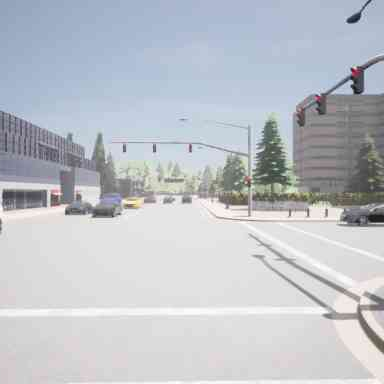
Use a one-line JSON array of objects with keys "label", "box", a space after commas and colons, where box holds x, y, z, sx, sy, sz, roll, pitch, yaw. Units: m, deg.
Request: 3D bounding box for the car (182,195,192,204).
[{"label": "car", "box": [-0.985, 1.505, 64.990, 1.837, 1.490, 4.892, 0, 0, -1]}]

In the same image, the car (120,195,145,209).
[{"label": "car", "box": [-7.902, 1.478, 44.520, 1.882, 1.535, 5.008, 0, 0, -1]}]

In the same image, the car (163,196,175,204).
[{"label": "car", "box": [-4.582, 1.547, 64.666, 2.033, 1.411, 5.357, 0, 0, -1]}]

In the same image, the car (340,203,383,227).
[{"label": "car", "box": [12.499, 1.492, 22.272, 4.902, 1.511, 2.128, 0, 0, -1]}]

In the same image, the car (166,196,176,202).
[{"label": "car", "box": [-4.728, 1.510, 75.301, 1.895, 1.301, 4.718, 0, 0, -1]}]

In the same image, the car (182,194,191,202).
[{"label": "car", "box": [-1.223, 1.355, 75.056, 2.097, 1.767, 4.553, 0, 0, -1]}]

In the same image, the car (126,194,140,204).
[{"label": "car", "box": [-11.618, 1.352, 65.885, 2.097, 1.767, 4.553, 0, 0, 0]}]

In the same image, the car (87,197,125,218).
[{"label": "car", "box": [-7.583, 1.478, 29.956, 1.882, 1.535, 5.008, 0, 0, -2]}]

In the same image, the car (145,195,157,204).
[{"label": "car", "box": [-8.115, 1.351, 64.863, 2.097, 1.767, 4.553, 0, 0, 0]}]

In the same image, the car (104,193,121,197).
[{"label": "car", "box": [-11.442, 1.213, 47.409, 2.150, 2.045, 5.566, 0, 1, -1]}]

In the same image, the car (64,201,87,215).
[{"label": "car", "box": [-11.247, 1.564, 33.504, 1.994, 1.385, 4.181, 0, 0, -1]}]

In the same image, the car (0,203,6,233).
[{"label": "car", "box": [-10.855, 1.223, 15.267, 2.150, 2.045, 5.566, 0, 0, -1]}]
